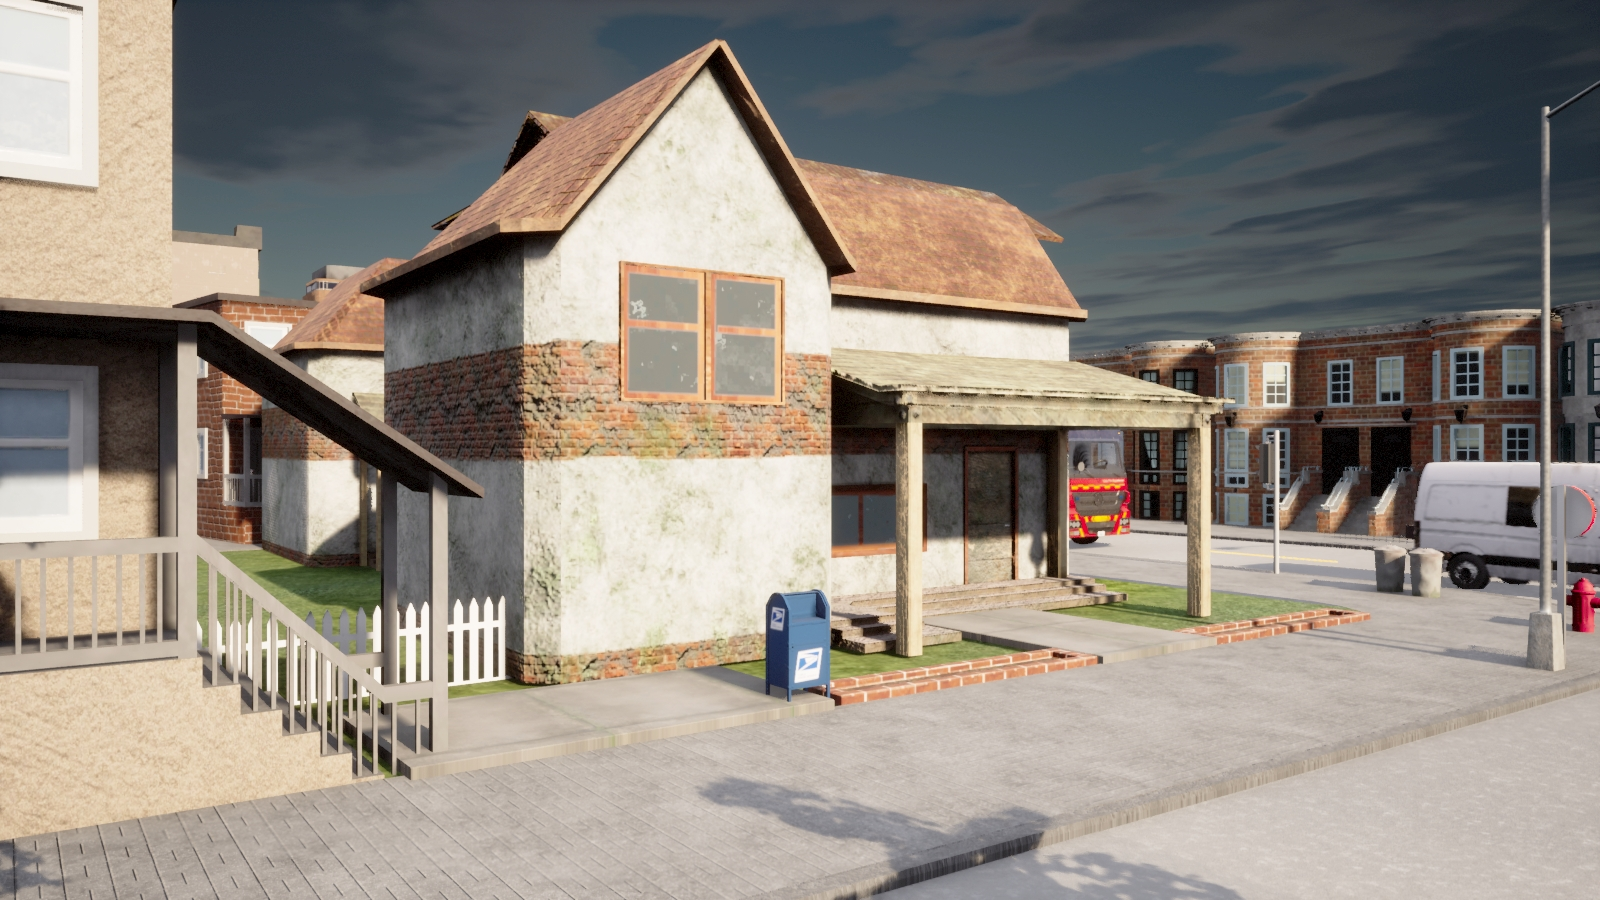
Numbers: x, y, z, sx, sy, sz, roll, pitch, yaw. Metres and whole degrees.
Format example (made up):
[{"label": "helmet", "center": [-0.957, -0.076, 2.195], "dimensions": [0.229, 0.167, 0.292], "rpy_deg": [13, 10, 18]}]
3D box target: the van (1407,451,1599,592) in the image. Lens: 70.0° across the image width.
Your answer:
[{"label": "van", "center": [15.013, 1.305, 21.792], "dimensions": [1.988, 2.561, 5.915], "rpy_deg": [1, 0, -30]}]
